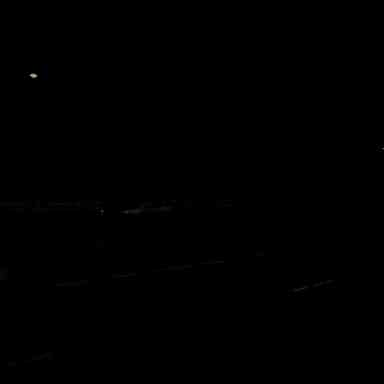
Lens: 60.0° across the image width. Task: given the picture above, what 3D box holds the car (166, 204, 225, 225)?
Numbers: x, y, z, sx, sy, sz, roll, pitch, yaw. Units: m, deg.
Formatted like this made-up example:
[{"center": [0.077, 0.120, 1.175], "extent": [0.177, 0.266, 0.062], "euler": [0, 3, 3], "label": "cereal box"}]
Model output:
[{"center": [0.296, 1.656, 25.689], "extent": [4.181, 1.385, 1.994], "euler": [0, 0, -35], "label": "car"}]

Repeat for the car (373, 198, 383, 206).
[{"center": [31.202, 1.476, 51.916], "extent": [5.566, 2.045, 2.150], "euler": [0, 0, -35], "label": "car"}]

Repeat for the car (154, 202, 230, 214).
[{"center": [0.381, 1.570, 21.454], "extent": [4.902, 1.511, 2.128], "euler": [0, 0, -35], "label": "car"}]

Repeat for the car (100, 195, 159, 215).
[{"center": [-5.469, 1.302, 30.179], "extent": [5.566, 2.045, 2.150], "euler": [0, 0, -35], "label": "car"}]

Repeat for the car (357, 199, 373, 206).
[{"center": [29.179, 1.867, 54.748], "extent": [4.718, 1.301, 1.895], "euler": [0, 0, -35], "label": "car"}]

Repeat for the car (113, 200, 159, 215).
[{"center": [-3.669, 1.605, 27.161], "extent": [4.674, 1.442, 1.812], "euler": [0, 0, -35], "label": "car"}]
